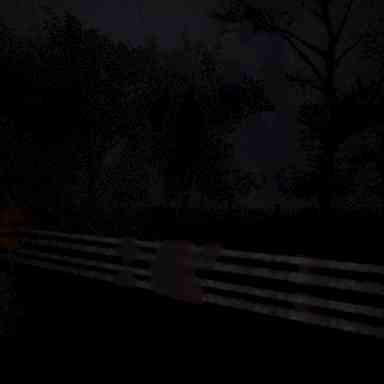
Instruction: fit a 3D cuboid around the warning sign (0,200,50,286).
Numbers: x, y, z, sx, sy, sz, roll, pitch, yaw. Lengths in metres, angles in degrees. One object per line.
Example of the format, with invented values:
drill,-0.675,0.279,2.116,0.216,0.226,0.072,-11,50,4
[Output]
warning sign,-4.355,1.144,8.045,1.060,1.860,1.300,0,0,34
